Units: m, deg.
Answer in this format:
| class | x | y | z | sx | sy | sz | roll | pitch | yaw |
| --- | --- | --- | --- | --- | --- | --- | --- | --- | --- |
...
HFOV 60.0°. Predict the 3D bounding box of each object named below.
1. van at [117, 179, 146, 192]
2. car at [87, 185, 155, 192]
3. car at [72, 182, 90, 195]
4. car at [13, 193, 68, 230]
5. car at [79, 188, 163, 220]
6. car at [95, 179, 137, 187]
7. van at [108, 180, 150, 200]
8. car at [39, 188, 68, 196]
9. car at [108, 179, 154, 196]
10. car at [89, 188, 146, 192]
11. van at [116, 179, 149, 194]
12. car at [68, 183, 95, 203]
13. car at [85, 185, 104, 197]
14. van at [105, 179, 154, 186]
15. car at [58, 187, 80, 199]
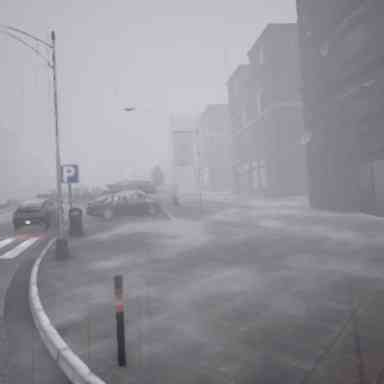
| class | x | y | z | sx | sy | sz | roll | pitch | yaw |
| --- | --- | --- | --- | --- | --- | --- | --- | --- | --- |
| van | -10.356 | -1.194 | 57.198 | 4.442 | 1.987 | 1.878 | -3 | 4 | -29 |
| car | -5.421 | 0.545 | 27.171 | 5.366 | 1.575 | 1.946 | -3 | 4 | -29 |
| car | -18.189 | -0.648 | 54.706 | 2.097 | 1.767 | 4.553 | -3 | 3 | -9 |
| car | -8.785 | 1.155 | 19.235 | 1.837 | 1.490 | 4.892 | -3 | 3 | -11 |
| car | -4.271 | 0.843 | 21.264 | 4.892 | 1.521 | 2.231 | -3 | 3 | -29 |
| car | -6.286 | -0.013 | 33.232 | 5.566 | 2.045 | 2.435 | -3 | 4 | -29 |
| van | -7.362 | -0.286 | 39.193 | 4.442 | 1.987 | 1.878 | -3 | 4 | -29 |
| car | -14.729 | 0.489 | 34.575 | 1.882 | 1.535 | 5.008 | -3 | 3 | -9 |
| car | -8.238 | -0.621 | 45.272 | 5.566 | 2.045 | 2.435 | -3 | 3 | -29 |
| car | -4.758 | 0.730 | 24.265 | 4.674 | 1.452 | 2.002 | -3 | 4 | -29 |
| van | -9.159 | -0.903 | 51.318 | 4.442 | 1.987 | 1.878 | -3 | 3 | -29 |
| car | -11.667 | 0.166 | 35.895 | 2.097 | 1.767 | 4.553 | -3 | 3 | -9 |
| car | -13.527 | -0.156 | 46.580 | 1.994 | 1.385 | 4.181 | -3 | 3 | -9 |
| van | -5.665 | 0.156 | 30.312 | 4.442 | 1.987 | 1.878 | -3 | 3 | -29 |
| car | -16.541 | 0.097 | 44.864 | 1.895 | 1.301 | 4.718 | -3 | 3 | -9 |
